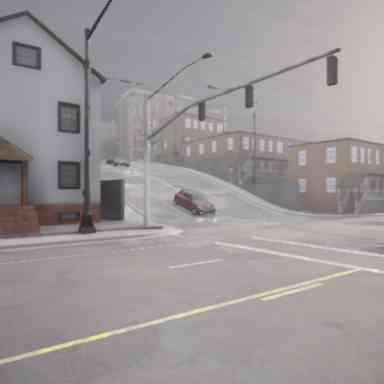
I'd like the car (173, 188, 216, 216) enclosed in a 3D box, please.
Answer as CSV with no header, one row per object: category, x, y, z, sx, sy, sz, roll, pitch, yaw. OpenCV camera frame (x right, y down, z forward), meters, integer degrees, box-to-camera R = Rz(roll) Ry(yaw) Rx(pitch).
car,0.262,0.825,30.157,2.097,1.767,4.553,0,15,-37

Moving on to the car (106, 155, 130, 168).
car,-9.707,-4.054,43.674,1.994,1.385,4.181,0,11,-36
